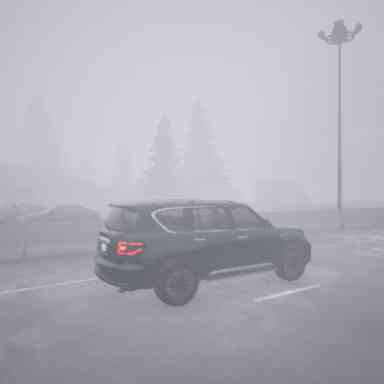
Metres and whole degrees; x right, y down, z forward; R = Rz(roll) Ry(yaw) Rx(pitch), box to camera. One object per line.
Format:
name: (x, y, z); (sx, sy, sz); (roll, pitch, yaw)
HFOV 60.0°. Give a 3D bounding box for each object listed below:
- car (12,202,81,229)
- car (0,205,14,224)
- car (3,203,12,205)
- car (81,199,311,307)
car: (-7.791, 1.473, 19.663); (4.674, 1.442, 1.812); (0, 0, -33)
car: (-10.321, 1.474, 13.709); (4.892, 1.490, 1.837); (0, 0, -35)
car: (-11.568, 1.438, 21.334); (4.902, 1.511, 2.128); (0, 0, -34)
car: (0.469, 1.195, 8.137); (5.566, 2.045, 2.150); (0, 0, -33)
